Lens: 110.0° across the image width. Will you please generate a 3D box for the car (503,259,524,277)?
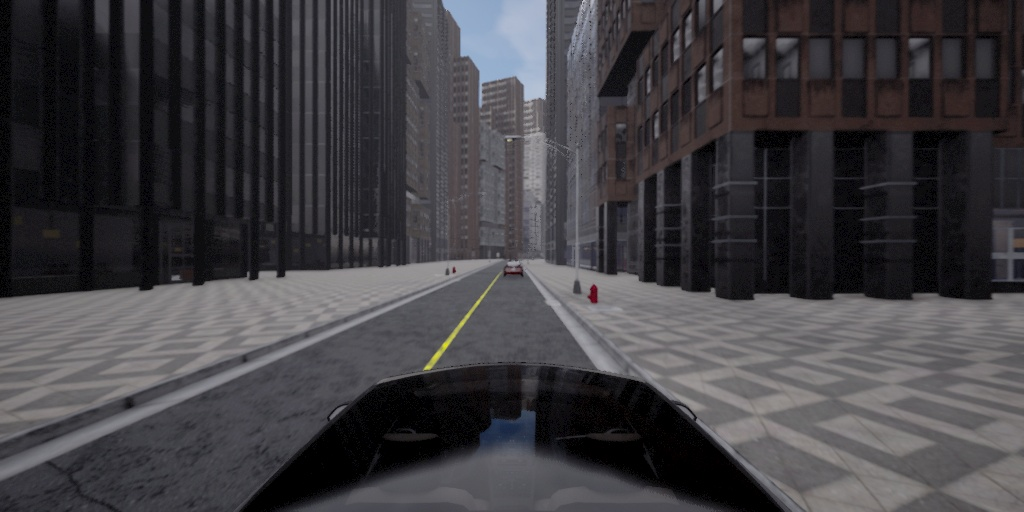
[{"bbox_3d":[0.143,1.268,35.137,2.163,1.488,4.792,0,0,0],"label":"car"}]
